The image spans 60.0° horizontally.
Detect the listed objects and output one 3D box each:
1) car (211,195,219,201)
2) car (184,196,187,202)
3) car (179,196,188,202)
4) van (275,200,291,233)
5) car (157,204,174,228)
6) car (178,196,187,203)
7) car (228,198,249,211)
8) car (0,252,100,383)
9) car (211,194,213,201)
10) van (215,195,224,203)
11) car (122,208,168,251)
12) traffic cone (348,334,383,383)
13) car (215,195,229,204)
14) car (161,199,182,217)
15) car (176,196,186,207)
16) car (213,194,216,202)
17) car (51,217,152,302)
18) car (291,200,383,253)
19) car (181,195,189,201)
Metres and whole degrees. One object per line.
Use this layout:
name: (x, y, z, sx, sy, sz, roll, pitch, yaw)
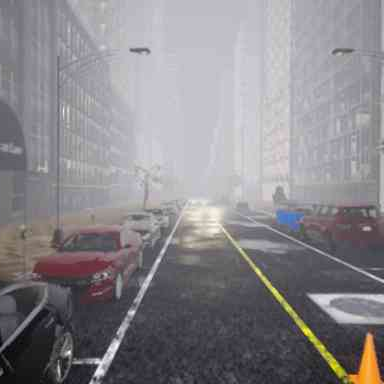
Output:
car: (6.400, 1.609, 93.497, 1.967, 1.590, 4.097, 0, 0, 0)
car: (-2.136, 1.654, 53.744, 1.802, 1.307, 4.206, 0, 0, 0)
car: (-2.024, 1.679, 82.162, 1.947, 1.339, 4.313, 0, 0, 0)
van: (6.109, 1.401, 19.610, 1.690, 1.788, 3.998, 0, 0, 0)
car: (-2.270, 1.602, 19.643, 1.802, 1.307, 4.206, 0, 0, 0)
car: (-2.069, 1.623, 70.625, 1.752, 1.417, 4.829, 0, 0, 0)
car: (6.200, 1.646, 42.344, 2.008, 1.369, 4.403, 0, 0, 0)
car: (-2.337, 1.559, 2.592, 1.947, 1.339, 4.313, 0, 0, 0)
car: (6.356, 1.594, 82.129, 1.967, 1.590, 4.097, 0, 0, 0)
van: (6.333, 1.487, 76.446, 1.690, 1.788, 3.998, 0, 0, 0)
car: (-2.293, 1.562, 13.959, 2.008, 1.369, 4.403, 0, 0, 0)
traffic cone: (2.089, 1.972, 3.920, 0.340, 0.580, 0.340, 0, 0, 0)
car: (6.288, 1.444, 65.079, 2.192, 1.841, 5.009, 0, 0, 0)
car: (-2.226, 1.589, 31.010, 2.008, 1.369, 4.403, 0, 0, 0)
car: (-2.181, 1.606, 42.377, 2.008, 1.369, 4.403, 0, 0, 0)
car: (6.310, 1.453, 70.763, 2.192, 1.841, 5.009, 0, 0, 0)
car: (-2.315, 1.547, 8.275, 1.887, 1.381, 4.507, 0, 0, 0)
car: (6.086, 1.366, 13.926, 2.192, 1.841, 5.009, 0, 0, 0)
car: (-1.979, 1.680, 93.530, 2.008, 1.369, 4.403, 0, 0, 0)
